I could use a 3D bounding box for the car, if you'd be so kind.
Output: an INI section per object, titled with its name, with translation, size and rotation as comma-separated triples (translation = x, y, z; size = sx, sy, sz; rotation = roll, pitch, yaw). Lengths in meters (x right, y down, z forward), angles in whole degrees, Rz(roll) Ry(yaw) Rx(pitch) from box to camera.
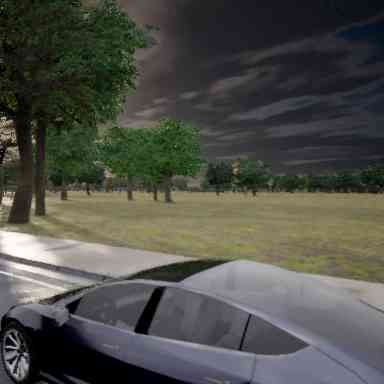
[car]
translation = -0.183, 1.504, 3.692
size = 4.792, 1.488, 2.163
rotation = 0, 0, 35
